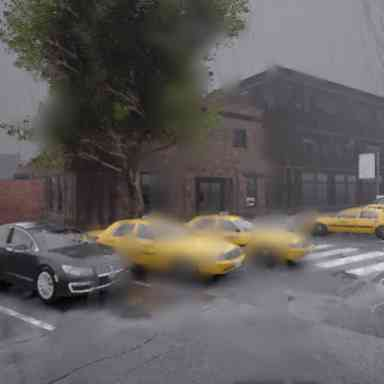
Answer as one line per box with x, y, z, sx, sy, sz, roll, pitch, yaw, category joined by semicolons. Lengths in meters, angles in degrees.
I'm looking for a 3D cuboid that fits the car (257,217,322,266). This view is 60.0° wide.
1.397;1.482;11.607;5.366;1.575;1.946;-1;-1;34;car

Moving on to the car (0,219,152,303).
-3.640;1.488;8.222;4.892;1.521;2.231;-1;-1;34;car

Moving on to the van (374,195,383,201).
13.307;1.186;20.564;4.442;1.987;1.878;-1;0;34;van

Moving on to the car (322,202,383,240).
8.407;1.480;17.079;5.366;1.575;1.946;-1;0;34;car

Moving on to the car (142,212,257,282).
-1.042;1.482;9.858;5.366;1.575;1.946;-1;-1;34;car
